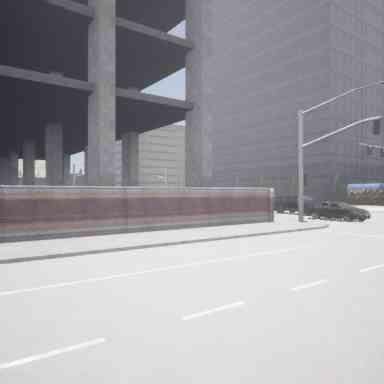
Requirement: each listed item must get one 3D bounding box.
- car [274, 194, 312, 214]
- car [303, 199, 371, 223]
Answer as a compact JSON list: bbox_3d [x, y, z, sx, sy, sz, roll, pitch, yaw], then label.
[{"bbox_3d":[10.797,1.217,33.630,2.150,2.045,5.566,0,0,-36],"label":"car"},{"bbox_3d":[11.478,1.504,26.128,1.837,1.490,4.892,1,-1,-30],"label":"car"}]
